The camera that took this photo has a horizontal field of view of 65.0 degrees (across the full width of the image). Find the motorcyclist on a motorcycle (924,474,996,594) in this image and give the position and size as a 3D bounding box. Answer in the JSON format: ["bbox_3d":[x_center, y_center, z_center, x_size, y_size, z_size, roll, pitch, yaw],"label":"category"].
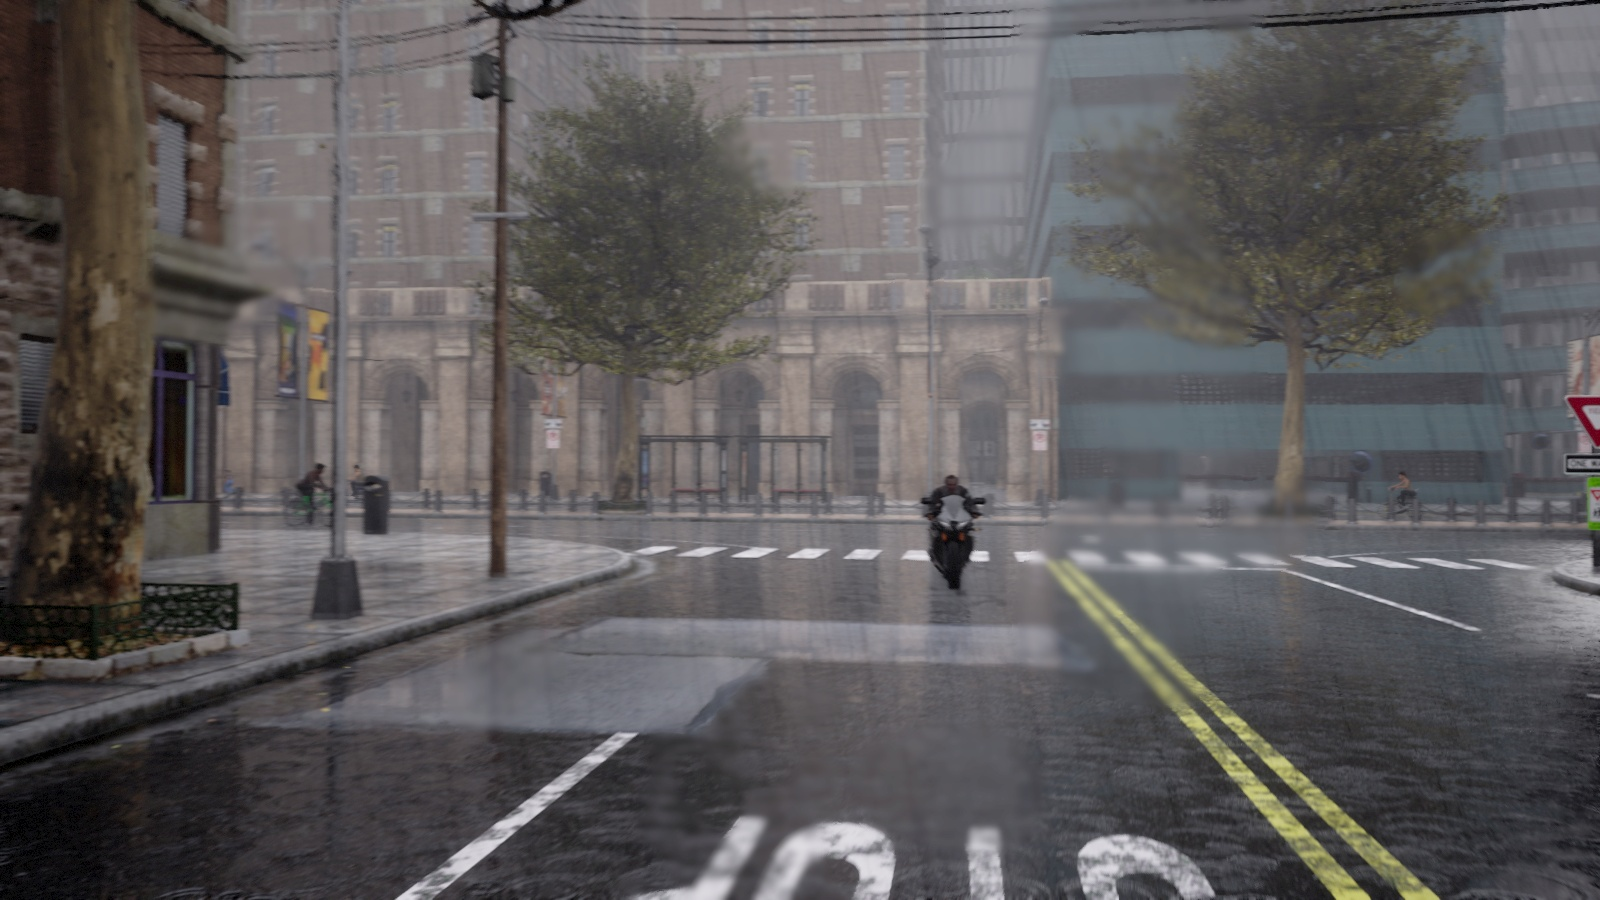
[{"bbox_3d":[2.157,1.105,17.233,0.866,1.530,2.191,0,-1,5],"label":"motorcyclist on a motorcycle"}]

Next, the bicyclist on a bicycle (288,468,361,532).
[{"bbox_3d":[-12.168,1.268,32.157,1.656,1.620,0.582,0,-1,9],"label":"bicyclist on a bicycle"}]

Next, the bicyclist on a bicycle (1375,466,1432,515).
[{"bbox_3d":[20.336,1.362,42.345,1.509,1.612,0.866,0,-1,9],"label":"bicyclist on a bicycle"}]
